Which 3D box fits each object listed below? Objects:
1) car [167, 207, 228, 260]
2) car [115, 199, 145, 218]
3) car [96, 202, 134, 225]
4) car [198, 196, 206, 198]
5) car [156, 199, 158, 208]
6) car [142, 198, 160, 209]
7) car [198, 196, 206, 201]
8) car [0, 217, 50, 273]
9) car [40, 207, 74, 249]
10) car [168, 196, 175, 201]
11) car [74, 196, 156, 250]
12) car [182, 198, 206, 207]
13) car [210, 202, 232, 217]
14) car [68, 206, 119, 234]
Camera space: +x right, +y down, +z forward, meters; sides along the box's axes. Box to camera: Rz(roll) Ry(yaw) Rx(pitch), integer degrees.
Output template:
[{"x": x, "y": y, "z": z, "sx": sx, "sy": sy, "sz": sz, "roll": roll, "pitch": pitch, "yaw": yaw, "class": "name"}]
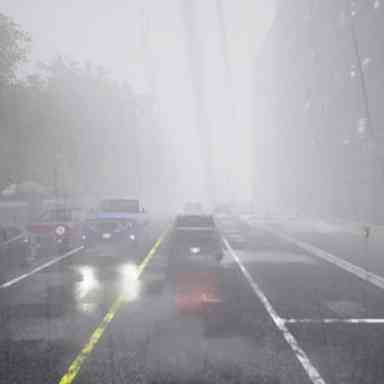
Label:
[{"x": 0.099, "y": 1.511, "z": 12.493, "sx": 1.837, "sy": 1.490, "sz": 4.892, "roll": 0, "pitch": 0, "yaw": 0, "class": "car"}, {"x": -5.671, "y": 1.459, "z": 30.858, "sx": 1.967, "sy": 1.590, "sz": 4.097, "roll": 0, "pitch": 0, "yaw": 0, "class": "car"}, {"x": -5.674, "y": 1.540, "z": 25.148, "sx": 1.752, "sy": 1.417, "sz": 4.829, "roll": 0, "pitch": 0, "yaw": 0, "class": "car"}, {"x": 2.737, "y": 1.655, "z": 85.387, "sx": 1.947, "sy": 1.339, "sz": 4.313, "roll": 0, "pitch": 0, "yaw": 0, "class": "car"}, {"x": -5.743, "y": 1.579, "z": 41.933, "sx": 2.008, "sy": 1.369, "sz": 4.403, "roll": 0, "pitch": 0, "yaw": 0, "class": "car"}, {"x": -5.791, "y": 1.579, "z": 47.473, "sx": 1.887, "sy": 1.381, "sz": 4.507, "roll": 0, "pitch": 0, "yaw": 0, "class": "car"}, {"x": 2.740, "y": 1.665, "z": 91.020, "sx": 1.947, "sy": 1.339, "sz": 4.313, "roll": 0, "pitch": 0, "yaw": 0, "class": "car"}, {"x": -5.683, "y": 1.570, "z": 8.703, "sx": 1.947, "sy": 1.339, "sz": 4.313, "roll": 0, "pitch": 0, "yaw": 0, "class": "car"}, {"x": -5.679, "y": 1.447, "z": 14.241, "sx": 1.967, "sy": 1.590, "sz": 4.097, "roll": 0, "pitch": 0, "yaw": 0, "class": "car"}, {"x": -5.640, "y": 1.681, "z": 91.024, "sx": 1.802, "sy": 1.307, "sz": 4.206, "roll": 0, "pitch": 0, "yaw": 0, "class": "car"}, {"x": -3.091, "y": 1.229, "z": 14.819, "sx": 2.150, "sy": 2.045, "sz": 5.566, "roll": 0, "pitch": 0, "yaw": 0, "class": "car"}, {"x": 0.117, "y": 1.566, "z": 30.289, "sx": 2.033, "sy": 1.411, "sz": 5.357, "roll": 0, "pitch": 0, "yaw": 0, "class": "car"}, {"x": 2.709, "y": 1.570, "z": 30.855, "sx": 2.008, "sy": 1.369, "sz": 4.403, "roll": 0, "pitch": 0, "yaw": 0, "class": "car"}, {"x": -5.677, "y": 1.592, "z": 19.780, "sx": 1.802, "sy": 1.307, "sz": 4.206, "roll": 0, "pitch": 0, "yaw": 0, "class": "car"}]
